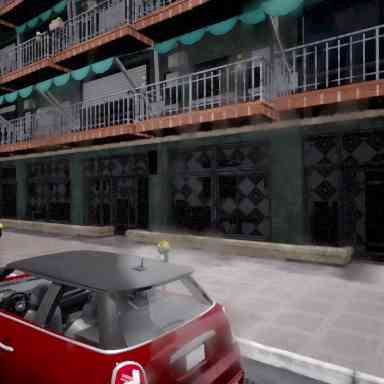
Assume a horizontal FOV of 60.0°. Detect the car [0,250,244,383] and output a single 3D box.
[{"bbox_3d":[-1.550,1.440,3.977,4.097,1.590,1.967,0,0,35],"label":"car"}]
